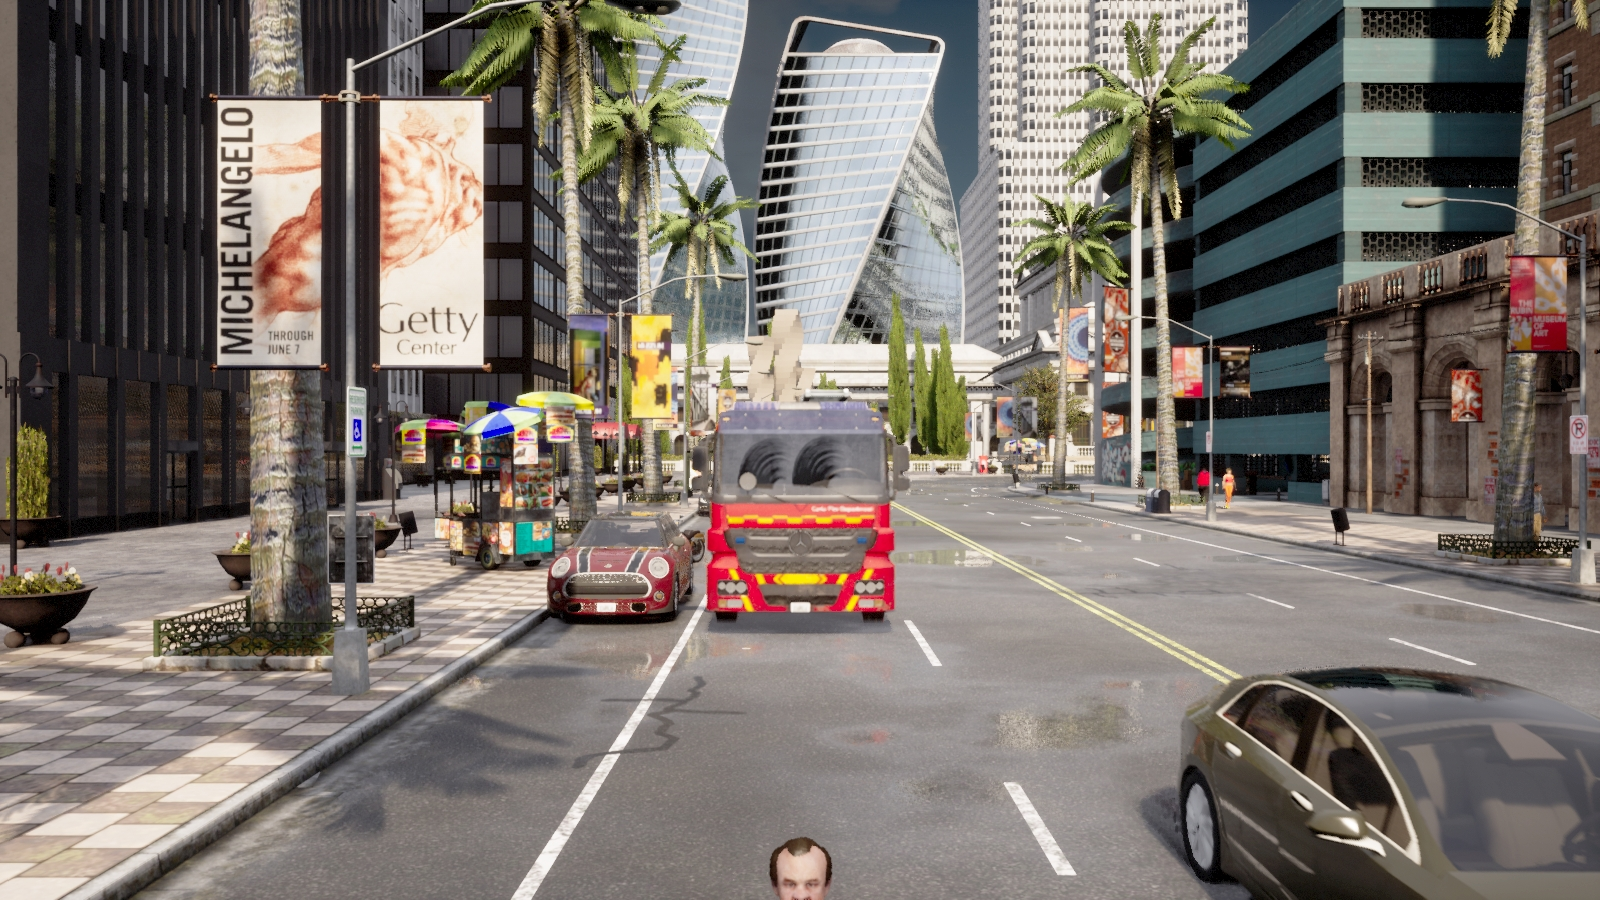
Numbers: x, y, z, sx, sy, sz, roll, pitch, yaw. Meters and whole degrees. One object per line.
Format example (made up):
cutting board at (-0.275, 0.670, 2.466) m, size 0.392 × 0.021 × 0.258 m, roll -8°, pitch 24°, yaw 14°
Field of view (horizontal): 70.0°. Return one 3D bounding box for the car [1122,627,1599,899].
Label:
car at (3.508, 2.061, 6.058) m, size 2.231 × 1.480 × 4.892 m, roll 0°, pitch 0°, yaw 0°

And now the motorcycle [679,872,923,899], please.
motorcycle at (0.003, 2.181, 3.369) m, size 0.856 × 1.236 × 1.805 m, roll 0°, pitch -1°, yaw 0°

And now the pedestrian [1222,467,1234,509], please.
pedestrian at (18.989, 1.696, 50.698) m, size 0.375 × 1.860 × 0.375 m, roll 0°, pitch 0°, yaw 3°

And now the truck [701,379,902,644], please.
truck at (-0.003, 0.890, 20.735) m, size 2.891 × 3.827 × 8.468 m, roll 0°, pitch 0°, yaw 0°

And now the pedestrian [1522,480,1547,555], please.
pedestrian at (18.580, 1.696, 28.908) m, size 0.375 × 1.860 × 0.375 m, roll 0°, pitch 0°, yaw -19°

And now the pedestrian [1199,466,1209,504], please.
pedestrian at (19.884, 1.698, 56.233) m, size 0.375 × 1.860 × 0.375 m, roll 0°, pitch 0°, yaw 9°
